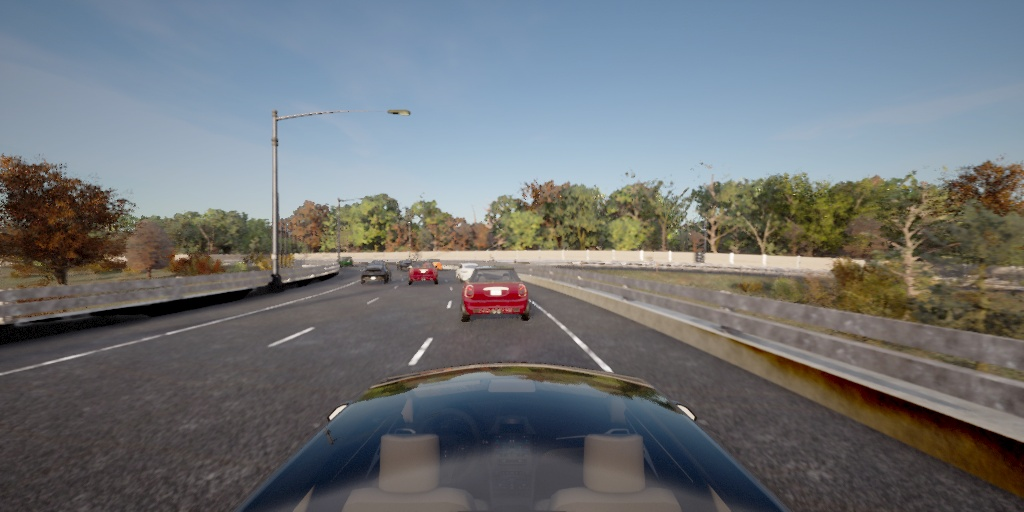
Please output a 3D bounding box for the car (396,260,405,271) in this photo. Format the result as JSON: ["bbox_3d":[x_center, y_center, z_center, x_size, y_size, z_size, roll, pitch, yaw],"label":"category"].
[{"bbox_3d":[-14.841,1.340,49.709,1.837,1.490,4.892,0,0,-25],"label":"car"}]

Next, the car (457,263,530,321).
[{"bbox_3d":[-0.699,1.106,12.726,2.097,1.767,4.553,0,0,-6],"label":"car"}]

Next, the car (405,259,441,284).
[{"bbox_3d":[-6.783,1.141,27.489,2.097,1.767,4.553,0,0,-14],"label":"car"}]

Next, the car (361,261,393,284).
[{"bbox_3d":[-10.418,1.315,27.743,1.837,1.490,4.892,0,0,-14],"label":"car"}]

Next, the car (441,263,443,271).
[{"bbox_3d":[-11.236,1.167,50.217,2.097,1.767,4.553,0,0,-25],"label":"car"}]
